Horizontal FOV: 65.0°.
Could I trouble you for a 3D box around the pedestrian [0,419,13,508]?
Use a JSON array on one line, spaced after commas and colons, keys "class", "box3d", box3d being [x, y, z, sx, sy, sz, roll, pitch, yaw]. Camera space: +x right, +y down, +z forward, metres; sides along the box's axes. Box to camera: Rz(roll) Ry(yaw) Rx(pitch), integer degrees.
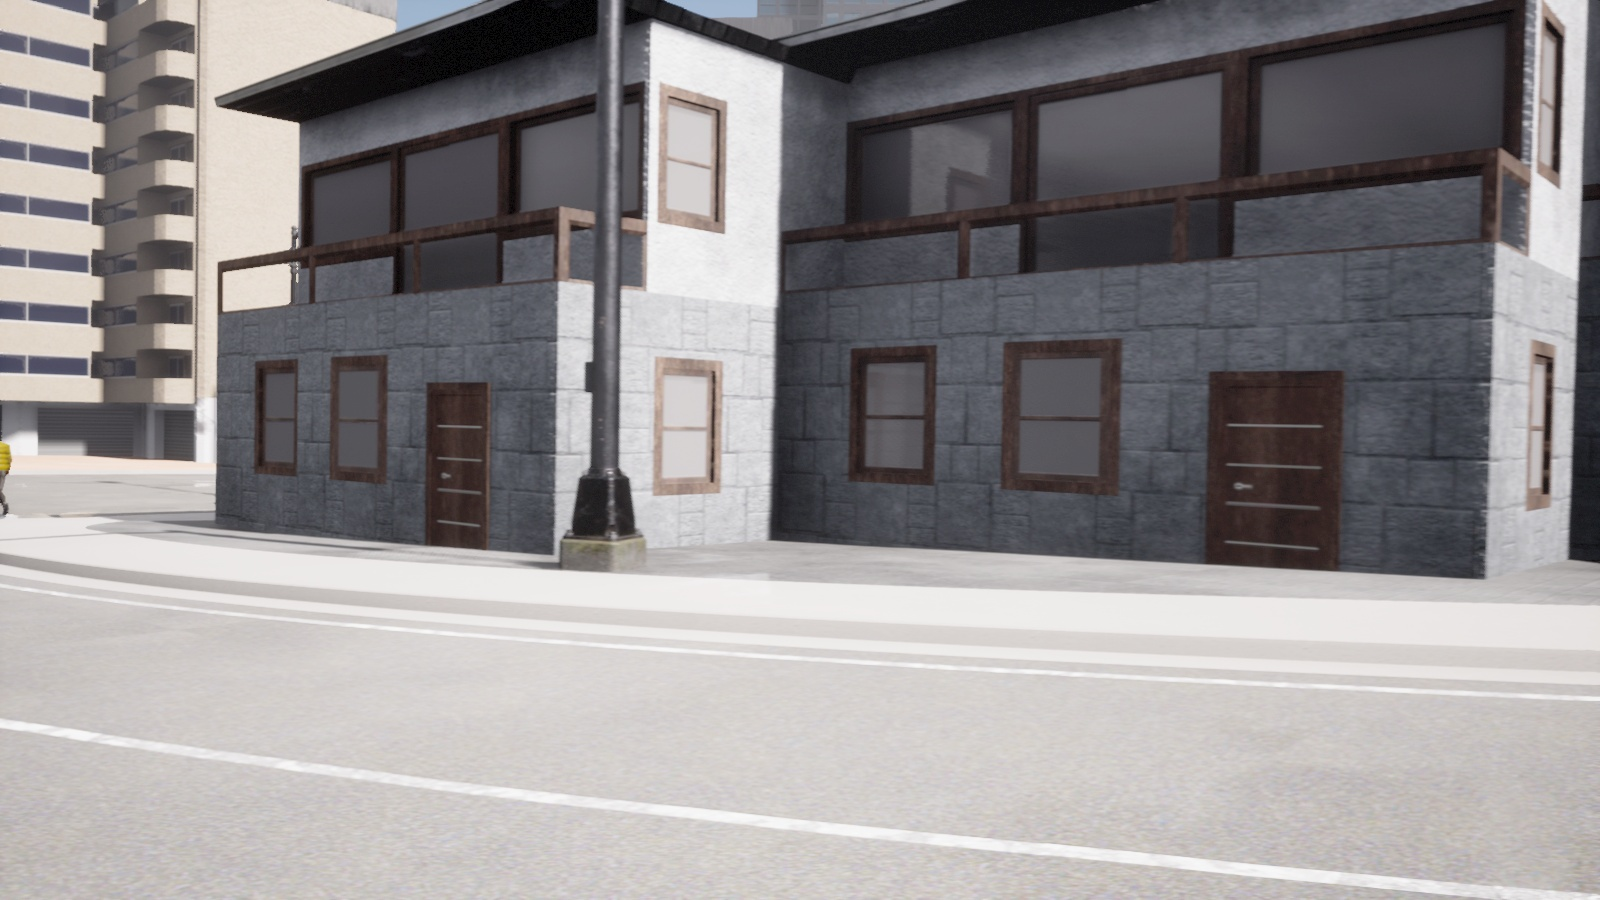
[{"class": "pedestrian", "box3d": [-16.875, 0.274, 26.340, 0.726, 1.835, 0.370, 2, 2, 38]}]
